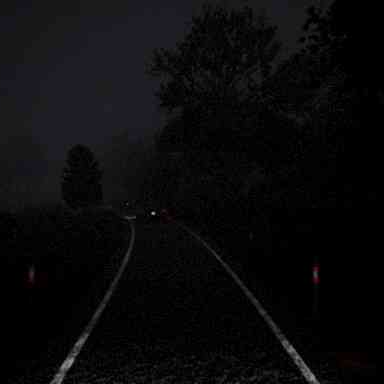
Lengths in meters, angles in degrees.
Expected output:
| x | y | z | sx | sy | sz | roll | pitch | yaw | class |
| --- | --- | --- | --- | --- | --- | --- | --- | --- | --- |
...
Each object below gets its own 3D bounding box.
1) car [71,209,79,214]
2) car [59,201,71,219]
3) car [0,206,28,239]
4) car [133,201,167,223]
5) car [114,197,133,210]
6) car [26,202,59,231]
| x | y | z | sx | sy | sz | roll | pitch | yaw | class |
| --- | --- | --- | --- | --- | --- | --- | --- | --- | --- |
| -13.042 | 1.664 | 33.568 | 2.002 | 1.452 | 4.674 | 0 | 0 | -13 | car |
| -11.738 | 1.640 | 27.472 | 2.097 | 1.535 | 5.008 | 0 | 0 | -10 | car |
| -9.883 | 1.647 | 15.582 | 2.097 | 1.535 | 5.008 | 0 | 0 | -6 | car |
| -3.046 | 1.411 | 24.404 | 1.994 | 1.385 | 4.181 | -1 | 0 | -13 | car |
| -8.210 | 1.347 | 40.424 | 1.994 | 1.385 | 4.181 | -1 | 1 | -22 | car |
| -10.724 | 1.636 | 21.853 | 2.231 | 1.521 | 4.892 | 0 | 0 | -8 | car |
